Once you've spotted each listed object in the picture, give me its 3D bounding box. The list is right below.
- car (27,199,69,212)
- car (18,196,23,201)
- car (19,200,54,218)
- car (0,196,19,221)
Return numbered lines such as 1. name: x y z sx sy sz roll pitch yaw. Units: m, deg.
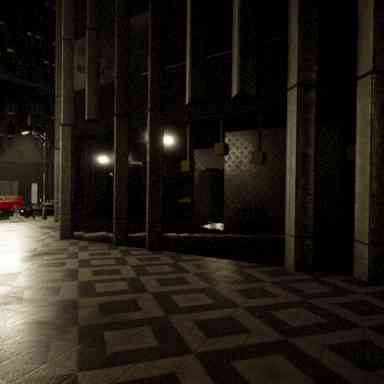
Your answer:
1. car: -17.557 1.633 40.748 1.947 1.339 4.313 1 0 35
2. car: -20.809 1.352 36.138 2.192 1.841 5.009 1 0 35
3. car: -13.855 1.741 31.214 1.947 1.339 4.313 1 0 35
4. car: -17.107 1.462 26.603 2.192 1.841 5.009 1 0 35
